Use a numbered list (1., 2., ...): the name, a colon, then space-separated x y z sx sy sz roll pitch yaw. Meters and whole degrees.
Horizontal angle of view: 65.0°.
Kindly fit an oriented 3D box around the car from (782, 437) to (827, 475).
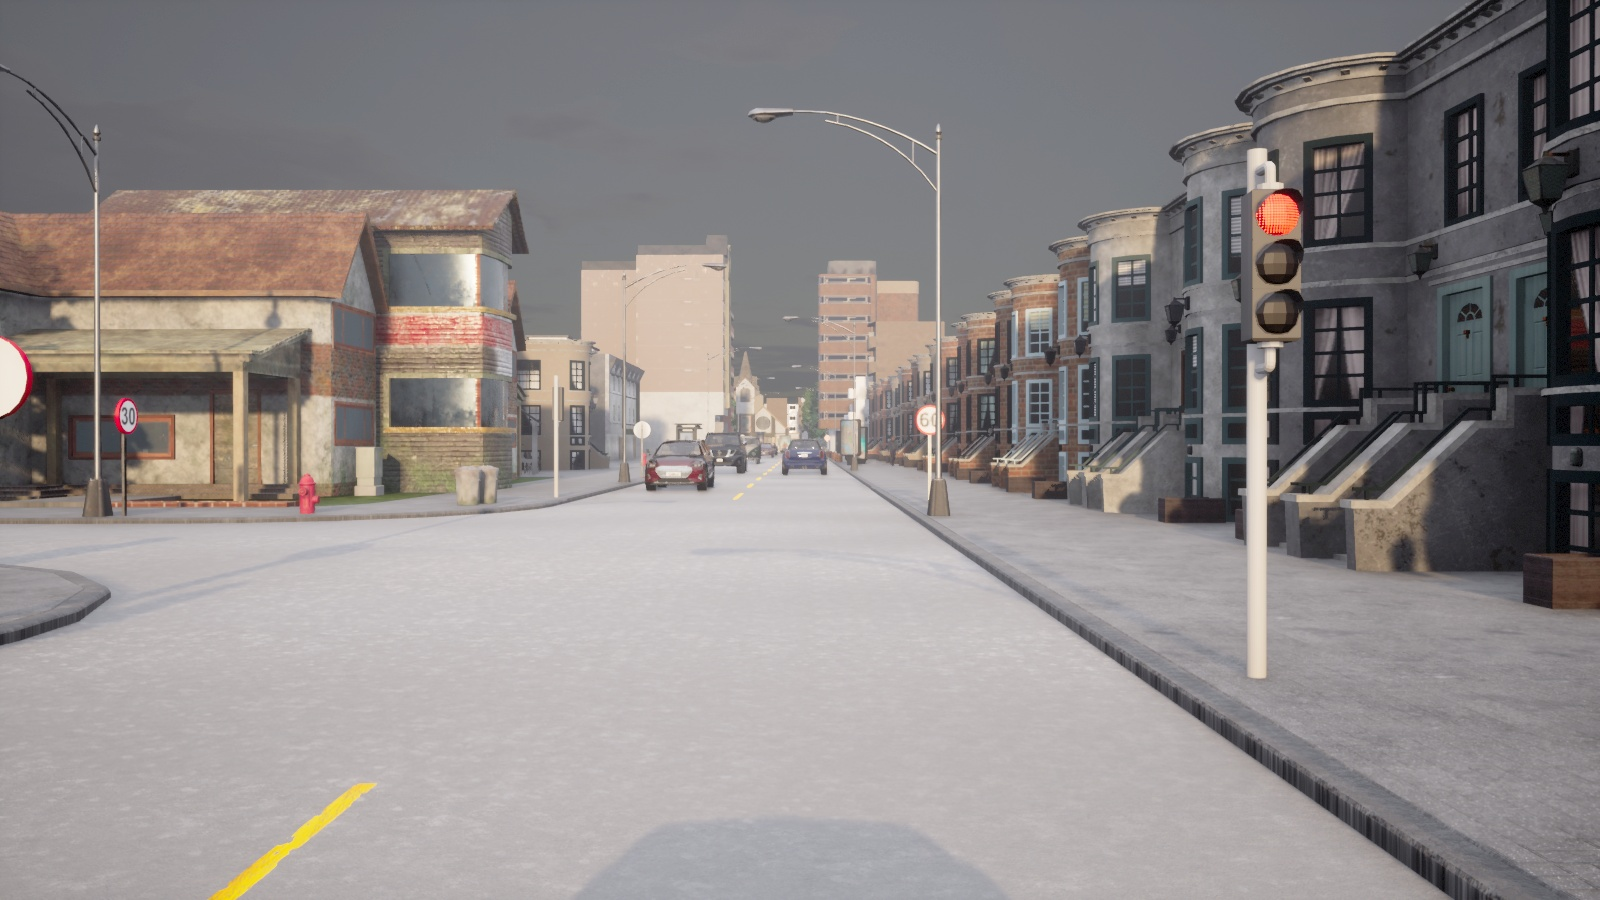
1. car: 0.216 0.264 60.477 2.097 1.767 4.553 0 0 0

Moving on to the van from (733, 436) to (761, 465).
1. van: -3.683 -0.001 88.007 1.775 1.987 4.442 0 0 0

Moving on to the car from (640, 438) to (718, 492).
1. car: -3.853 0.443 40.826 2.033 1.649 4.856 0 0 0

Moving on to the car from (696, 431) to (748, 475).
1. car: -3.780 0.114 61.775 2.150 2.045 5.566 0 0 0

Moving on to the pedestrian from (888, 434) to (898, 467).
1. pedestrian: 5.479 0.043 74.042 0.423 1.949 0.788 0 0 -9
